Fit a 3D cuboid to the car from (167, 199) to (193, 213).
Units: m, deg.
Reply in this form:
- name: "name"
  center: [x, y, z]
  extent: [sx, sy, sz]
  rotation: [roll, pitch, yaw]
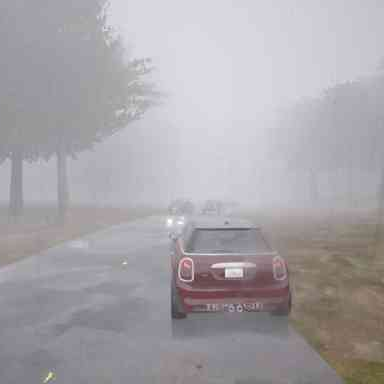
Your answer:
- name: "car"
  center: [-1.127, 1.492, 34.074]
  extent: [2.128, 1.511, 4.902]
  rotation: [0, 0, 13]

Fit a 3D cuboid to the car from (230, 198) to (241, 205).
- name: "car"
  center: [5.381, 1.532, 45.731]
  extent: [1.895, 1.301, 4.718]
  rotation: [0, 1, 22]

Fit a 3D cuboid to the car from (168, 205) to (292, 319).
- name: "car"
  center: [0.565, 1.352, 7.599]
  extent: [2.097, 1.767, 4.553]
  rotation: [0, 0, -3]

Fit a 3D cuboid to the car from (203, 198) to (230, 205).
- name: "car"
  center: [2.394, 1.542, 35.852]
  extent: [2.033, 1.411, 5.357]
  rotation: [0, 0, 14]
